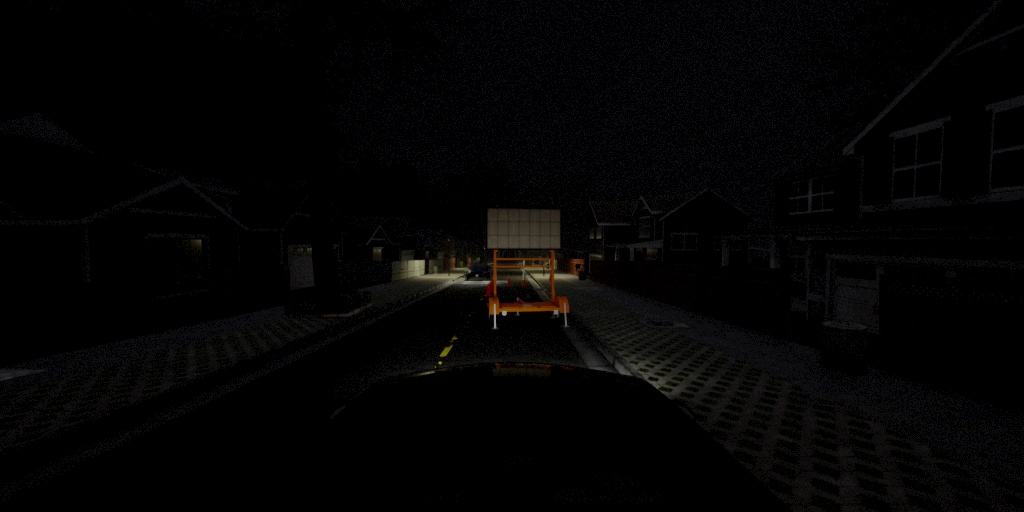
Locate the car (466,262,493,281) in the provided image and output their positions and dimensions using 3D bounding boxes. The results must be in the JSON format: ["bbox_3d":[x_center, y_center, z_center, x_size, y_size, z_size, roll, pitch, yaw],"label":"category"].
[{"bbox_3d":[-2.774,1.277,30.623,1.812,1.442,4.674,0,0,0],"label":"car"}]

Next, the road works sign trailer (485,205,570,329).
[{"bbox_3d":[0.353,0.209,11.324,2.380,3.560,2.880,0,0,-7],"label":"road works sign trailer"}]
